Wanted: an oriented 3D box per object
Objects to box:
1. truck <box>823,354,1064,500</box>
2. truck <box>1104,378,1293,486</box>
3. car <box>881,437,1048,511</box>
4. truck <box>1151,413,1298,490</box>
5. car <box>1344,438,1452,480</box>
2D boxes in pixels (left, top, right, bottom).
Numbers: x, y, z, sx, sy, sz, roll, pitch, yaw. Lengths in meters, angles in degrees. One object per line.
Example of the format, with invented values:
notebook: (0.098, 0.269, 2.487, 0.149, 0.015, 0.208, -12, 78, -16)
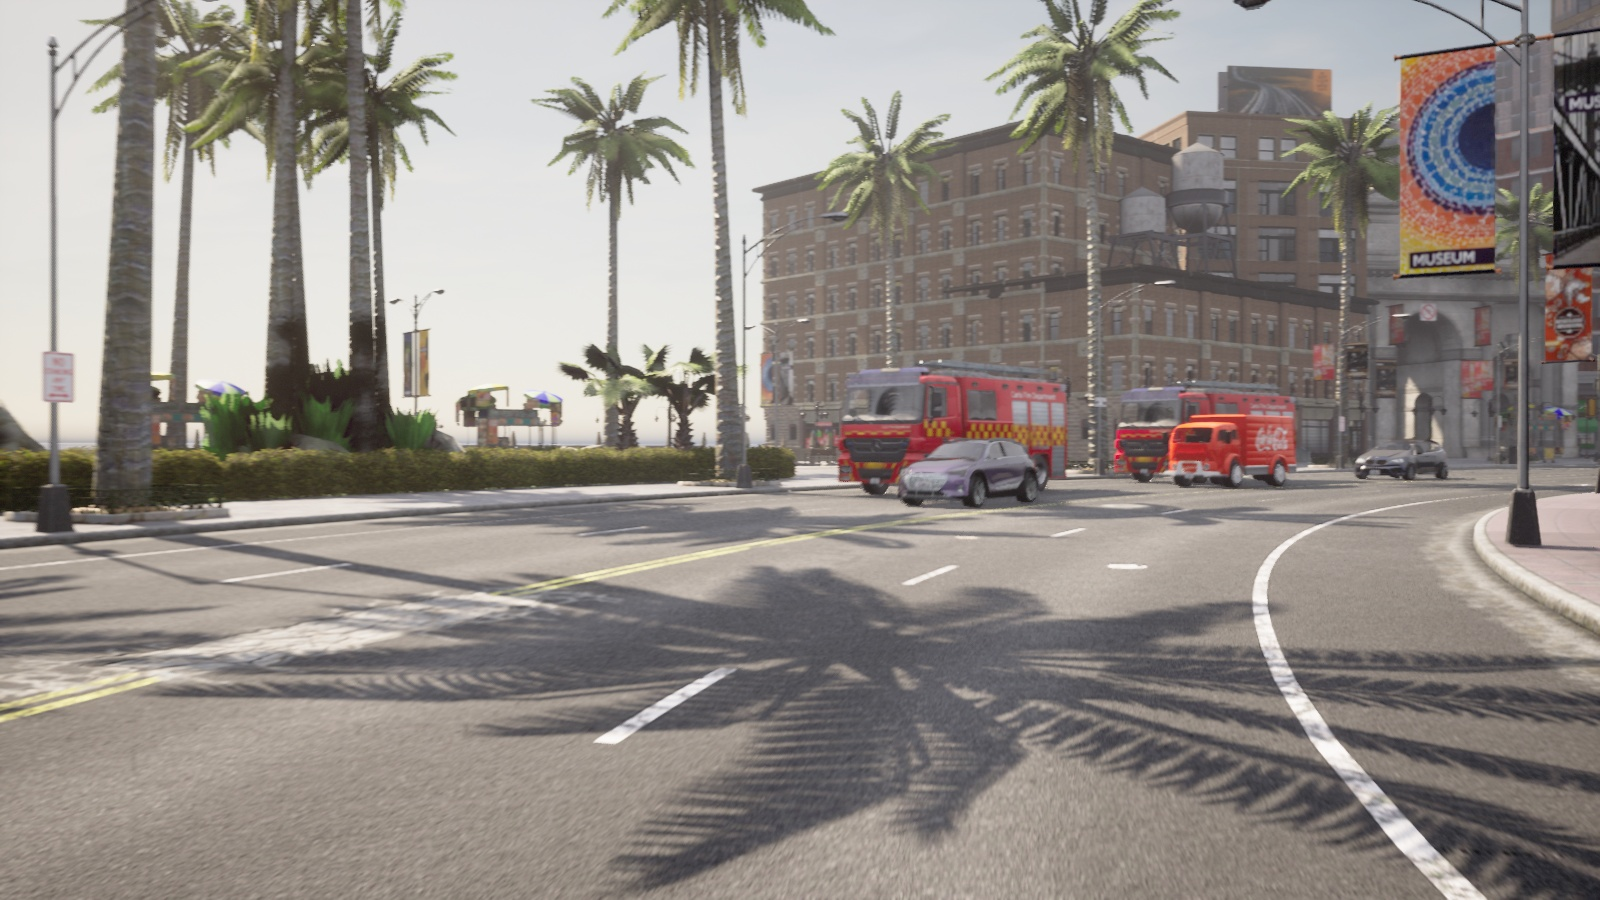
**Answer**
truck: (4.448, -0.619, 37.034, 2.891, 3.827, 8.468, 0, 0, 40)
truck: (15.529, -0.663, 48.594, 8.468, 3.827, 2.891, 0, 0, -40)
car: (4.089, 0.512, 30.533, 2.033, 1.649, 4.856, 0, 0, 34)
truck: (14.592, 0.044, 43.042, 5.204, 2.467, 2.627, 0, 0, -43)
car: (24.594, 0.346, 51.601, 4.611, 1.667, 2.242, 0, 0, -39)
